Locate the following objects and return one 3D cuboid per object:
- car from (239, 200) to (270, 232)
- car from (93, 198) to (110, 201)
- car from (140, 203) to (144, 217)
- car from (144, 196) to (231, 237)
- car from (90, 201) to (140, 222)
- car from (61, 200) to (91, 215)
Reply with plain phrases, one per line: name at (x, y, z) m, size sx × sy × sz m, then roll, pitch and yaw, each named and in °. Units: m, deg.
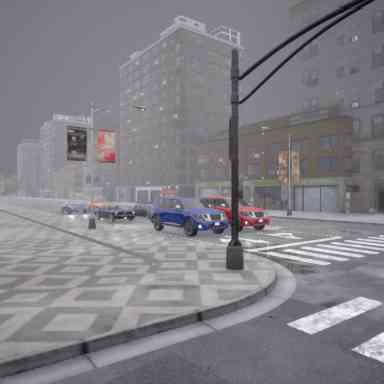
car at (2.266, 1.277, 21.021) m, size 2.150 × 2.045 × 5.566 m, roll 0°, pitch 0°, yaw -36°
car at (-10.312, 1.481, 38.331) m, size 2.097 × 1.767 × 4.553 m, roll 0°, pitch 0°, yaw -36°
car at (-3.849, 1.642, 29.428) m, size 2.033 × 1.411 × 5.357 m, roll 0°, pitch 0°, yaw -36°
car at (-0.347, 1.277, 19.089) m, size 2.150 × 2.045 × 5.566 m, roll 0°, pitch 0°, yaw -36°
car at (-6.440, 1.696, 27.455) m, size 1.895 × 1.301 × 4.718 m, roll 0°, pitch 0°, yaw -36°
car at (-12.961, 1.655, 36.444) m, size 1.812 × 1.442 × 4.674 m, roll 0°, pitch 0°, yaw -36°
